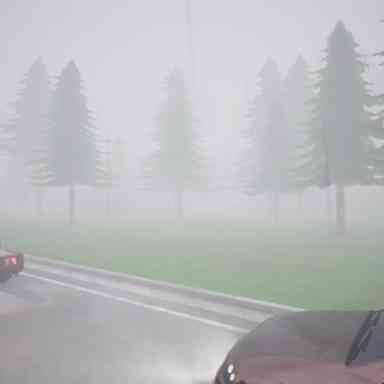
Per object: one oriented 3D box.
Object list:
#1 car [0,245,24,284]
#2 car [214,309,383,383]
[{"bbox_3d":[-6.411,1.670,8.555,4.718,1.301,1.895,0,0,35],"label":"car"},{"bbox_3d":[2.206,1.561,2.411,4.181,1.385,1.994,0,0,36],"label":"car"}]
